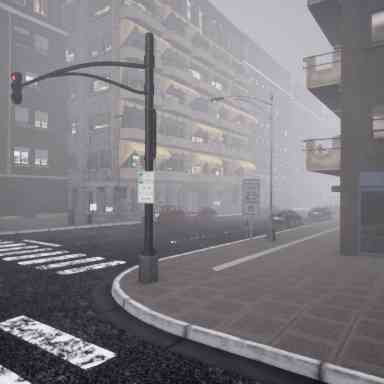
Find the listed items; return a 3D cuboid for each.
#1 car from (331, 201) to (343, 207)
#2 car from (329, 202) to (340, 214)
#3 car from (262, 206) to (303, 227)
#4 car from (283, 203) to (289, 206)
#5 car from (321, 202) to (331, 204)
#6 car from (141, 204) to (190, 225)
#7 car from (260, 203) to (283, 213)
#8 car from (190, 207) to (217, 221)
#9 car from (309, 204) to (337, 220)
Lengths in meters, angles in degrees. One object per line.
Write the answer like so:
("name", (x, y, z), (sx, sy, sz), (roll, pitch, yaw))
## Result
("car", (36.451, 3.022, 83.464), (1.967, 1.590, 4.097), (-1, -1, 35))
("car", (20.759, 2.458, 46.210), (1.752, 1.417, 4.829), (-1, -2, 35))
("car", (7.722, 2.095, 27.421), (1.947, 1.339, 4.313), (-1, -2, 35))
("car", (13.735, 2.404, 50.671), (1.752, 1.417, 4.829), (-1, -1, 35))
("car", (19.529, 2.546, 48.900), (1.895, 1.301, 4.718), (0, -1, 35))
("car", (-2.343, 1.821, 27.503), (1.967, 1.590, 4.097), (-1, -1, 35))
("car", (10.597, 2.327, 46.148), (1.887, 1.381, 4.507), (-1, -1, 35))
("car", (0.892, 2.063, 32.162), (1.802, 1.307, 4.206), (-1, -1, 35))
("car", (14.192, 2.296, 36.745), (1.947, 1.339, 4.313), (-1, -2, 35))
